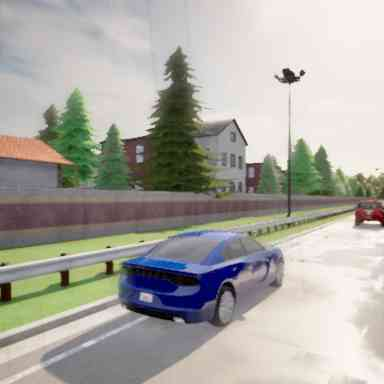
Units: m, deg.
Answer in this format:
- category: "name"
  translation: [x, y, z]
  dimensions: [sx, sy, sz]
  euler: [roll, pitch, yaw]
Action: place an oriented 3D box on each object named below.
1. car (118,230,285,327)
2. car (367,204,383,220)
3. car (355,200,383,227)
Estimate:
- category: "car"
  translation: [0.590, 1.593, 7.481]
  dimensions: [1.882, 1.535, 5.008]
  euler: [0, -1, 33]
- category: "car"
  translation: [20.971, 2.166, 37.130]
  dimensions: [2.128, 1.511, 4.902]
  euler: [0, -1, 33]
- category: "car"
  translation: [14.931, 1.718, 27.583]
  dimensions: [2.150, 2.045, 5.566]
  euler: [0, -1, 33]
